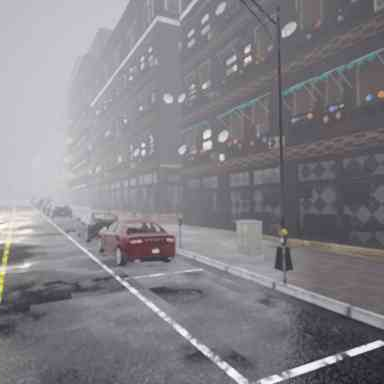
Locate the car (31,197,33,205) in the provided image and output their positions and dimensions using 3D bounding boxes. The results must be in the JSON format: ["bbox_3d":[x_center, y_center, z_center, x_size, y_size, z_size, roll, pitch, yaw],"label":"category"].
[{"bbox_3d":[-27.810,1.935,60.705,1.967,1.590,4.097,1,-1,-28],"label":"car"}]

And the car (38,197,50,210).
[{"bbox_3d":[-17.498,1.746,41.131,1.967,1.590,4.097,1,-1,-28],"label":"car"}]

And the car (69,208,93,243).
[{"bbox_3d":[-4.664,1.656,16.636,2.008,1.369,4.403,2,-1,-28],"label":"car"}]

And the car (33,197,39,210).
[{"bbox_3d":[-22.670,1.712,50.910,2.192,1.841,5.009,1,-1,-28],"label":"car"}]

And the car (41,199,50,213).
[{"bbox_3d":[-14.937,1.807,36.227,1.887,1.381,4.507,1,-1,-28],"label":"car"}]

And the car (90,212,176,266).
[{"bbox_3d":[-2.095,1.615,11.737,1.887,1.381,4.507,2,-1,-28],"label":"car"}]

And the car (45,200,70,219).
[{"bbox_3d":[-12.369,1.765,31.330,1.887,1.381,4.507,1,-1,-28],"label":"car"}]

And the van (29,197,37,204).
[{"bbox_3d":[-40.653,2.114,85.199,1.690,1.788,3.998,1,-1,-28],"label":"van"}]
